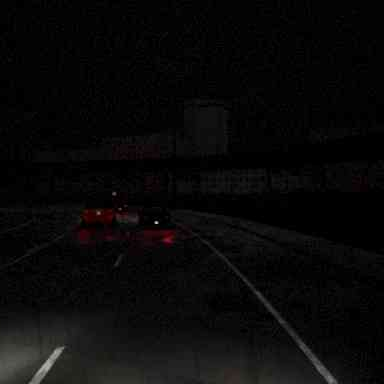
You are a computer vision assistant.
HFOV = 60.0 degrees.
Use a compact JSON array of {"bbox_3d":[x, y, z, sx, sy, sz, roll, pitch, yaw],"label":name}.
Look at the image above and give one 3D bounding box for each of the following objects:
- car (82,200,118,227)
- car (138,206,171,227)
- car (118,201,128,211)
[{"bbox_3d":[-6.522,1.398,23.435,2.097,1.767,4.553,0,0,-14],"label":"car"},{"bbox_3d":[-2.697,1.620,22.830,1.895,1.301,4.718,0,0,-13],"label":"car"},{"bbox_3d":[-9.257,1.654,39.824,1.895,1.301,4.718,-1,0,-28],"label":"car"}]
